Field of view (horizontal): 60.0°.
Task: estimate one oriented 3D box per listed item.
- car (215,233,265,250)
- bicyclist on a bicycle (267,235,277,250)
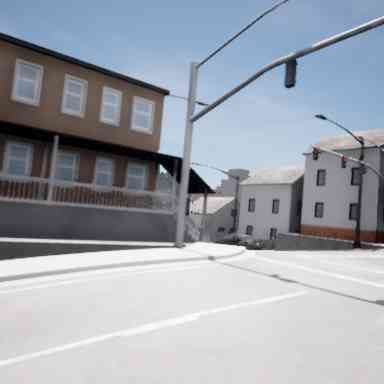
[{"bbox_3d":[3.671,3.916,25.992,1.994,1.385,4.181,7,-13,-35],"label":"car"},{"bbox_3d":[8.983,5.702,37.306,1.656,1.620,0.582,7,-11,-34],"label":"bicyclist on a bicycle"}]
